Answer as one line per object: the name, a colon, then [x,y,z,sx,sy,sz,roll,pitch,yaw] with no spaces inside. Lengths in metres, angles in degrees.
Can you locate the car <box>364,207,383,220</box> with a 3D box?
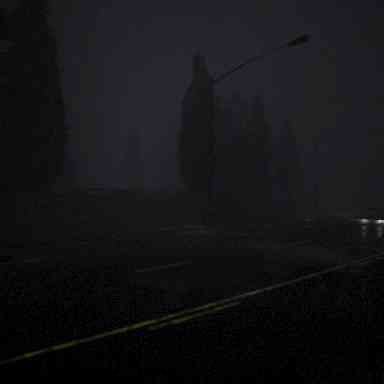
car: [20.347,2.363,37.256,1.812,1.442,4.674,0,-2,30]
